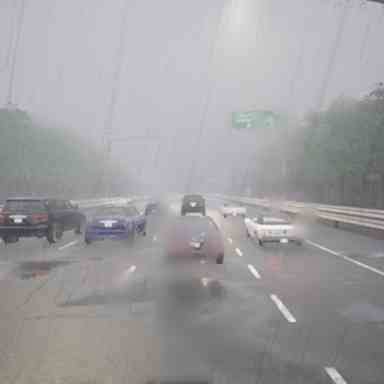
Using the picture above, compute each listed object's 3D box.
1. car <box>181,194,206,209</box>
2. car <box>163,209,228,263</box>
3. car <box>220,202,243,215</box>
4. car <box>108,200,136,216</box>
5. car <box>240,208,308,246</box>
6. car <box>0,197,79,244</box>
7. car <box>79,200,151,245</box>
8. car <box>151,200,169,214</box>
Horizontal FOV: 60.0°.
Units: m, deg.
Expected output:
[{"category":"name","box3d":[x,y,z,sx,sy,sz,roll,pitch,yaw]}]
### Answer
[{"category":"car","box3d":[0.145,1.219,30.989,2.150,2.045,5.566,0,0,1]},{"category":"car","box3d":[0.096,1.551,11.932,2.033,1.411,5.357,0,0,0]},{"category":"car","box3d":[3.641,1.598,30.438,1.895,1.301,4.718,0,0,0]},{"category":"car","box3d":[-6.851,1.523,32.974,1.812,1.442,4.674,0,0,0]},{"category":"car","box3d":[3.607,1.603,15.188,1.895,1.301,4.718,0,0,0]},{"category":"car","box3d":[-6.890,1.225,15.893,2.150,2.045,5.566,0,0,0]},{"category":"car","box3d":[-3.393,1.355,15.655,2.097,1.767,4.553,0,0,0]},{"category":"car","box3d":[-3.354,1.502,32.205,1.837,1.490,4.892,0,0,0]}]
